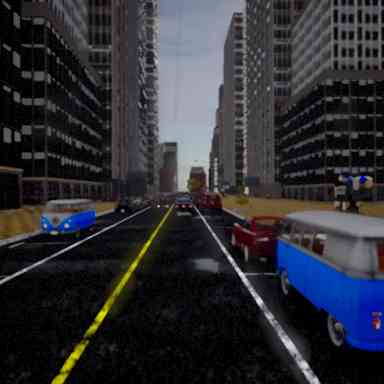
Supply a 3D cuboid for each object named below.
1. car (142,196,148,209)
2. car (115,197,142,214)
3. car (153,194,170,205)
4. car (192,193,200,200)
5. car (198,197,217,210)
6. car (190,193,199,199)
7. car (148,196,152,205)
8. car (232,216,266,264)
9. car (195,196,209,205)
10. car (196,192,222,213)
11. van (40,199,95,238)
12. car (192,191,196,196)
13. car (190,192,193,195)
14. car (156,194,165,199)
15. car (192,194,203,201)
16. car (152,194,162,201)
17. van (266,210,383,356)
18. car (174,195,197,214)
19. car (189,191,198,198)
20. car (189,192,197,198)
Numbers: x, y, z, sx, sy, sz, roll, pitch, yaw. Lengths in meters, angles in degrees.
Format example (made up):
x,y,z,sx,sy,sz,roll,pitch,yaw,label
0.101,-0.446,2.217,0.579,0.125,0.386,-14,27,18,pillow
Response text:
x,y,z,sx,sy,sz,roll,pitch,yaw,label
-6.667,1.334,38.829,2.008,1.369,4.403,0,0,-1,car
-6.524,1.383,33.292,1.947,1.339,4.313,0,0,-1,car
-4.265,1.311,49.790,1.994,1.385,4.181,0,0,-1,car
0.844,1.062,72.441,1.752,1.417,4.829,0,0,-1,car
1.710,1.292,39.047,1.887,1.381,4.507,0,0,-1,car
0.562,1.033,83.346,1.947,1.339,4.313,0,0,-1,car
-6.954,1.295,49.905,1.802,1.307,4.206,0,0,-1,car
2.452,1.463,11.364,1.887,1.381,4.507,0,0,-1,car
1.423,1.243,50.122,1.947,1.339,4.313,0,0,-1,car
1.854,1.097,33.508,2.192,1.841,5.009,0,0,-1,car
-6.093,1.261,16.679,1.690,1.788,3.998,0,0,-1,van
1.567,1.027,44.584,2.192,1.841,5.009,0,0,-1,car
-1.139,1.203,46.270,2.128,1.511,4.902,0,0,-1,car
-7.816,1.085,83.129,1.802,1.307,4.206,0,0,-1,car
0.992,1.123,66.734,2.008,1.369,4.403,0,0,-1,car
-7.529,1.155,72.054,1.802,1.307,4.206,0,0,-1,car
2.686,1.293,5.829,1.690,1.788,3.998,0,0,-1,van
-0.817,1.346,32.618,2.033,1.411,5.357,0,0,-1,car
0.418,0.747,88.882,2.192,1.841,5.009,0,0,-1,car
0.274,0.836,94.420,1.967,1.590,4.097,0,0,-1,car
